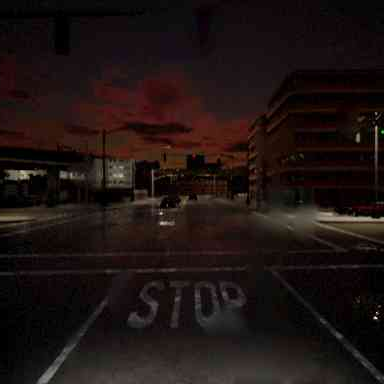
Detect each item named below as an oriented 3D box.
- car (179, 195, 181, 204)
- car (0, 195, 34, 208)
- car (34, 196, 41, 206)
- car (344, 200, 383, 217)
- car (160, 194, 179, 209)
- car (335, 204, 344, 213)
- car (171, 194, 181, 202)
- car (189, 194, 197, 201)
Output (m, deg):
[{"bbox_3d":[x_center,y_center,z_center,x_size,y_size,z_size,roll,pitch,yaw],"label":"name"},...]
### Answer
[{"bbox_3d":[-3.239,1.210,57.875,2.097,1.767,4.553,0,0,0],"label":"car"},{"bbox_3d":[-23.318,1.191,42.389,4.611,1.667,2.242,0,0,1],"label":"car"},{"bbox_3d":[-24.035,1.338,48.140,3.806,1.475,1.970,0,0,1],"label":"car"},{"bbox_3d":[16.298,1.530,28.988,4.718,1.301,1.895,0,0,-3],"label":"car"},{"bbox_3d":[-3.103,1.397,43.831,1.837,1.490,4.892,0,0,-1],"label":"car"},{"bbox_3d":[16.213,1.484,32.471,4.181,1.385,1.994,0,0,1],"label":"car"},{"bbox_3d":[-3.285,1.305,70.699,1.882,1.535,5.008,0,0,0],"label":"car"},{"bbox_3d":[0.200,1.170,72.502,1.837,1.490,4.892,0,0,0],"label":"car"}]
